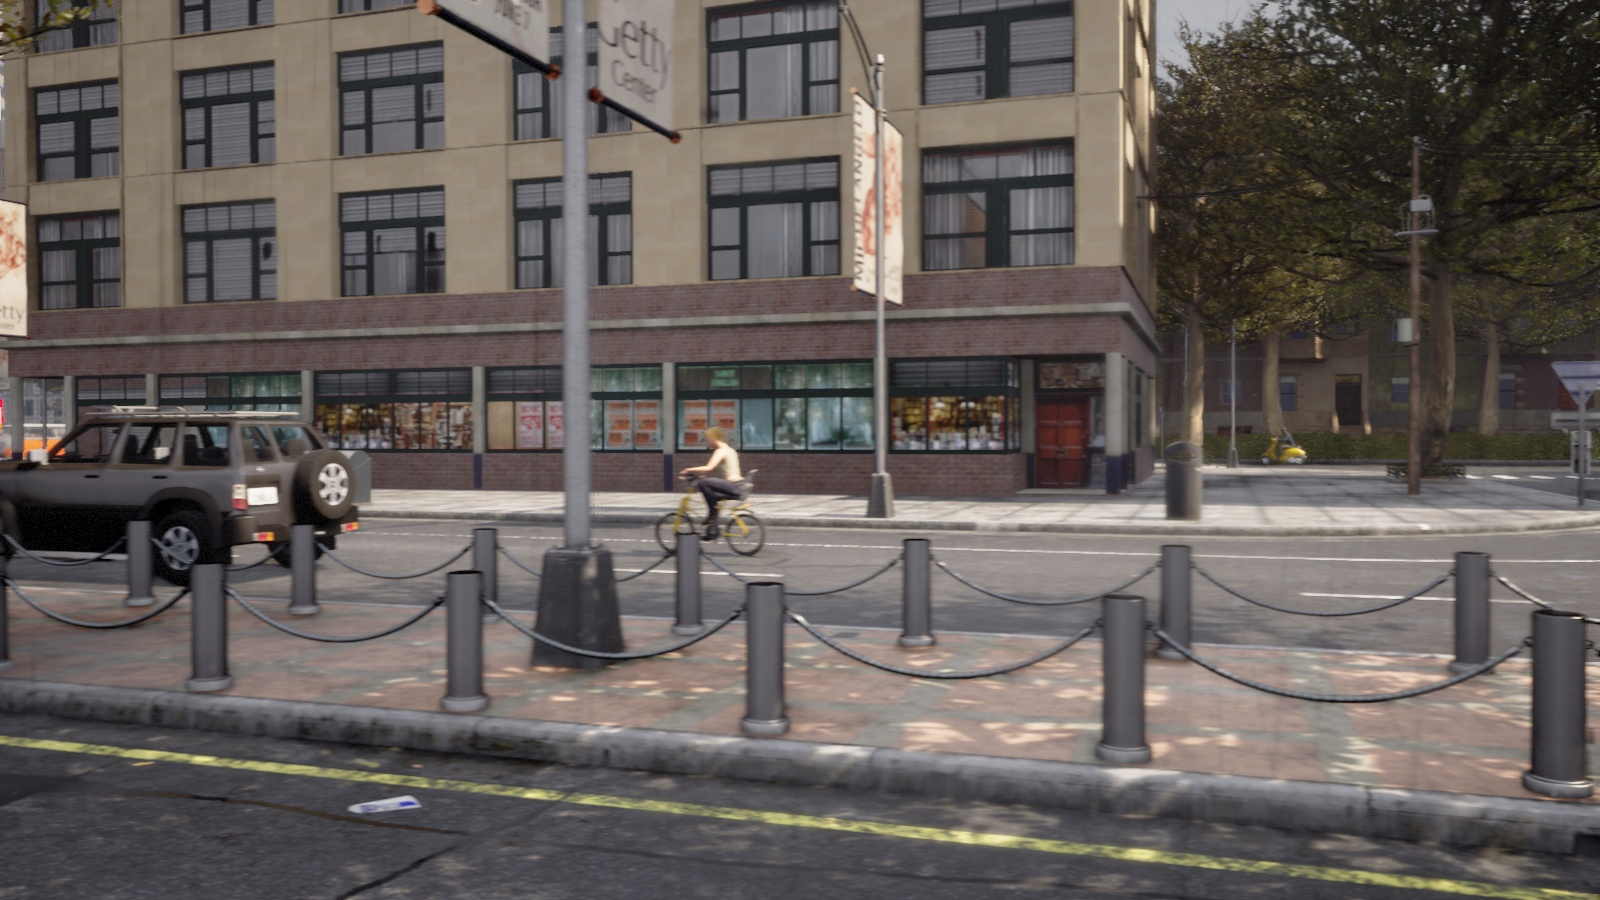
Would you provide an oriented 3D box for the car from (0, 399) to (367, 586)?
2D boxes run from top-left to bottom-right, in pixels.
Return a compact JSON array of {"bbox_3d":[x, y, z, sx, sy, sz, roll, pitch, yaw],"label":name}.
[{"bbox_3d":[-7.424,0.388,14.123,4.605,1.855,1.932,1,1,18],"label":"car"}]

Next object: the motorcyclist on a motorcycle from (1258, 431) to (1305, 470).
[{"bbox_3d":[20.062,0.018,52.347,1.817,1.590,0.866,0,1,18],"label":"motorcyclist on a motorcycle"}]

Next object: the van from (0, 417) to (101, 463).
[{"bbox_3d":[-34.300,-0.466,56.972,1.775,1.987,4.442,1,1,19],"label":"van"}]

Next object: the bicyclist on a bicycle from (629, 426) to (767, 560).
[{"bbox_3d":[-1.272,0.506,15.745,1.509,1.612,0.866,0,1,19],"label":"bicyclist on a bicycle"}]
